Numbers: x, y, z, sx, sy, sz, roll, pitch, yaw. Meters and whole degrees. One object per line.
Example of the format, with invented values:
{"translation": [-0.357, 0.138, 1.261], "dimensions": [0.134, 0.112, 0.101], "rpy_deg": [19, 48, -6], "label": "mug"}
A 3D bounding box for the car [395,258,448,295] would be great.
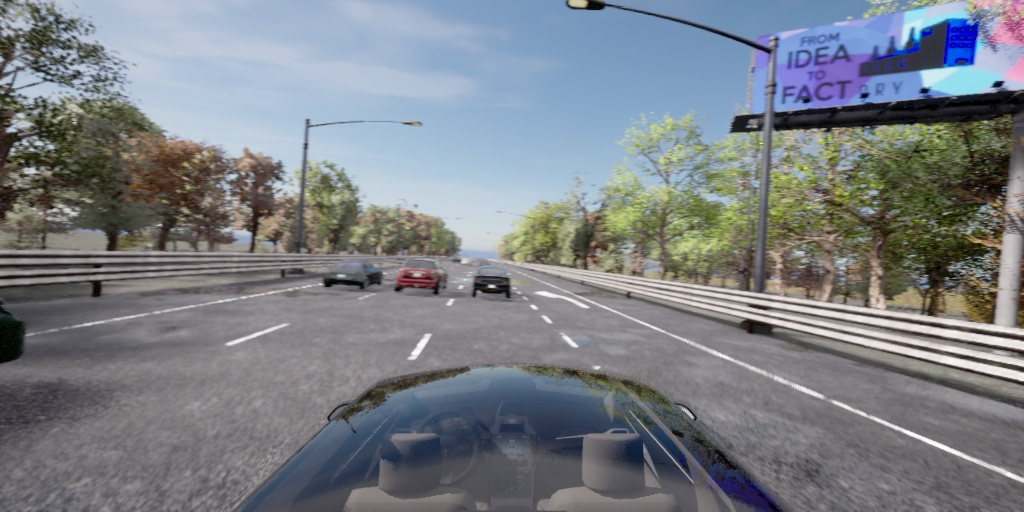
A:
{"translation": [-4.602, 0.914, 18.890], "dimensions": [2.097, 1.767, 4.553], "rpy_deg": [4, 0, -5], "label": "car"}

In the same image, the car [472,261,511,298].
{"translation": [-1.133, 1.274, 19.206], "dimensions": [1.882, 1.535, 5.008], "rpy_deg": [4, 0, -5], "label": "car"}

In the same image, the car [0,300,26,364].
{"translation": [-6.632, 0.530, 1.733], "dimensions": [2.150, 2.045, 5.566], "rpy_deg": [4, 0, -5], "label": "car"}

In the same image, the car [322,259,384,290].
{"translation": [-8.108, 0.893, 18.712], "dimensions": [1.994, 1.385, 4.181], "rpy_deg": [4, 0, -5], "label": "car"}
